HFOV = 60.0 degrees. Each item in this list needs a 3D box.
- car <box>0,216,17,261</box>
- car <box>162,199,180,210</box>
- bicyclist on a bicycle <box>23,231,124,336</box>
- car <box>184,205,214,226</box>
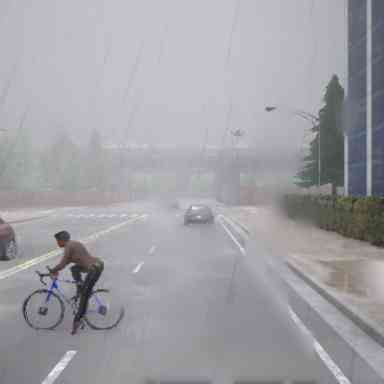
[{"bbox_3d":[-6.947,1.352,9.234,2.097,1.767,4.553,0,0,1],"label":"car"},{"bbox_3d":[-2.679,1.518,42.378,1.994,1.385,4.181,0,0,1],"label":"car"},{"bbox_3d":[-1.923,1.452,5.371,1.656,1.620,0.582,-1,0,1],"label":"bicyclist on a bicycle"},{"bbox_3d":[0.486,1.564,23.230,1.994,1.385,4.181,0,0,1],"label":"car"}]
